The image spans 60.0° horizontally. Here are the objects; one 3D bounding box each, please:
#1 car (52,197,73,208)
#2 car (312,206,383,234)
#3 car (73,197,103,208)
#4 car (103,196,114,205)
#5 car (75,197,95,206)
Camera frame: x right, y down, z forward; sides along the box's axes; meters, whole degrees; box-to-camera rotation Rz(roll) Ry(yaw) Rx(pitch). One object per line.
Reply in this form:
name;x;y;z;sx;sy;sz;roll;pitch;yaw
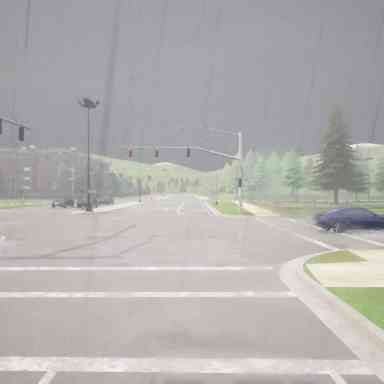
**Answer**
car;-18.438;1.491;47.741;2.128;1.511;4.902;0;0;0
car;9.184;1.525;18.674;4.674;1.442;1.812;0;0;-1
car;-14.934;1.547;48.121;2.033;1.411;5.357;0;0;0
car;-14.920;1.505;58.203;1.837;1.490;4.892;0;0;0
car;-18.421;1.564;57.494;1.994;1.385;4.181;0;0;0
